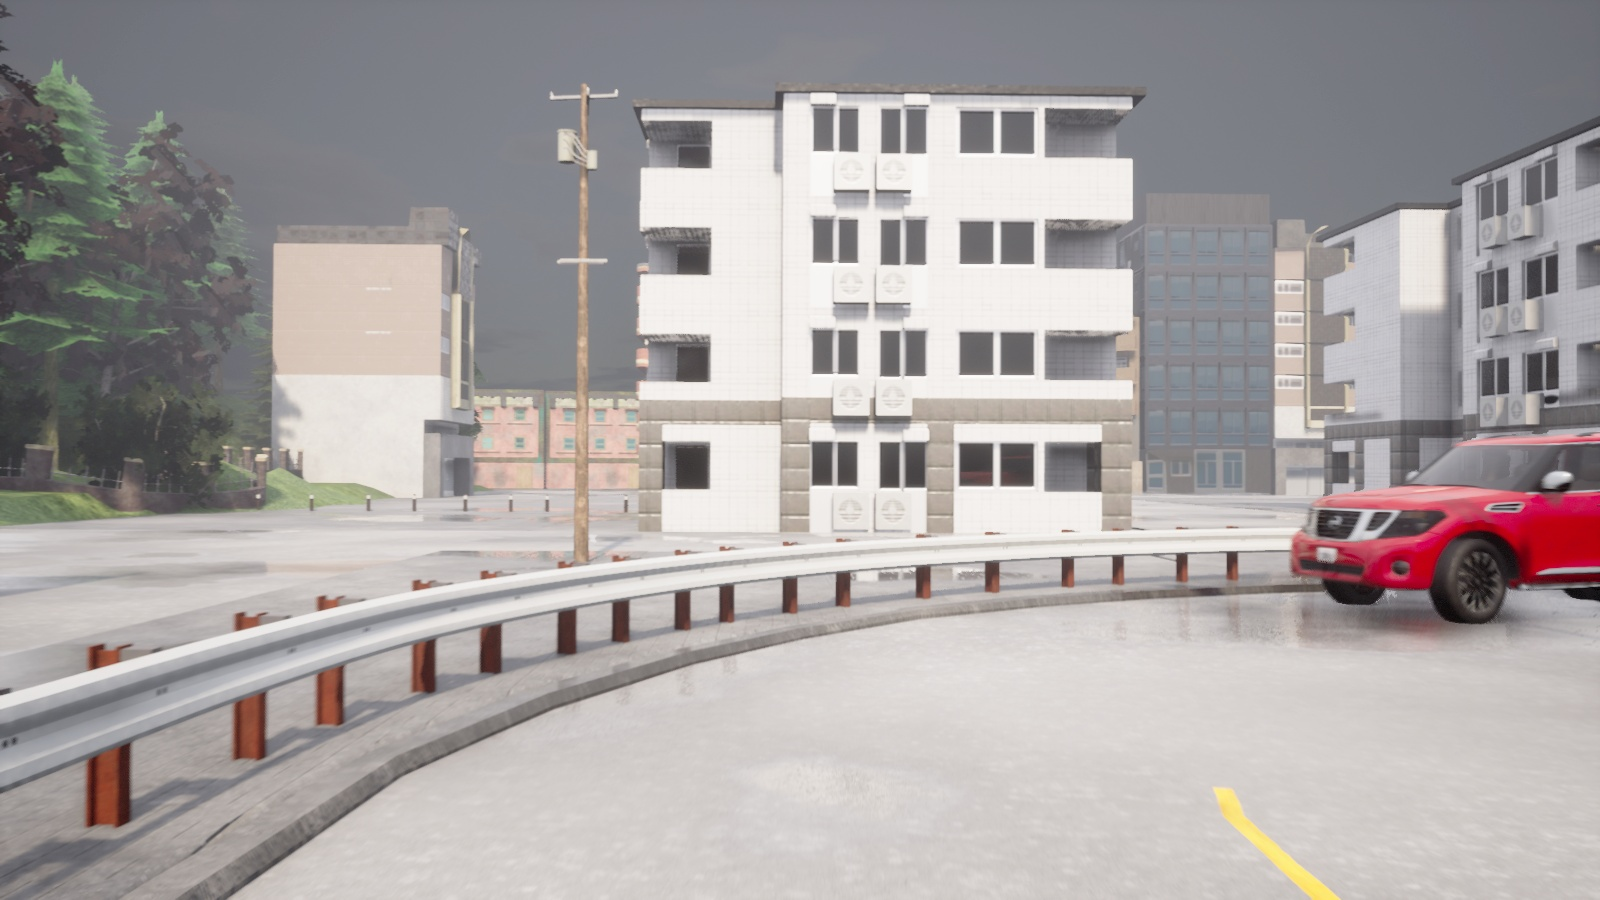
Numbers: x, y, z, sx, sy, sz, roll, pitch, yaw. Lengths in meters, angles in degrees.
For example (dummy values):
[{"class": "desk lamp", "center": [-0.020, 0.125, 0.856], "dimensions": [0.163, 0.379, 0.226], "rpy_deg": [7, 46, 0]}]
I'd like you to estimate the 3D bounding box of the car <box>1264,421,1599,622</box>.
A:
[{"class": "car", "center": [8.461, 0.744, 14.417], "dimensions": [5.566, 2.045, 2.150], "rpy_deg": [0, -1, -12]}]
